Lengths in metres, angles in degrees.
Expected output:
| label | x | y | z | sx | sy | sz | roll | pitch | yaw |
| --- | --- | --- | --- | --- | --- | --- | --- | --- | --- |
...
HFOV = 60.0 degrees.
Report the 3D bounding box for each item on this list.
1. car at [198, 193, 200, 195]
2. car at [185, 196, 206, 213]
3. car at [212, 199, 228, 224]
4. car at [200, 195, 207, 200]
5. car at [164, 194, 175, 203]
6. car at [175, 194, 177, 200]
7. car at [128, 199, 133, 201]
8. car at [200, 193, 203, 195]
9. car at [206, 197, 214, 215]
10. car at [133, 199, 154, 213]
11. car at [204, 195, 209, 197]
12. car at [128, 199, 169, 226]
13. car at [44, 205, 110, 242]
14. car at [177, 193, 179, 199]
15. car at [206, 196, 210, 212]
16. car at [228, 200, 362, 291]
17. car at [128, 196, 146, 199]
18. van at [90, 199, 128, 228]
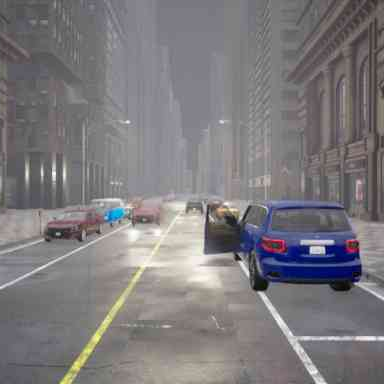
| label | x | y | z | sx | sy | sz | roll | pitch | yaw |
| --- | --- | --- | --- | --- | --- | --- | --- | --- | --- |
| car | 3.230 | 1.351 | 83.761 | 2.192 | 1.841 | 5.009 | 0 | 0 | 0 |
| car | 0.276 | 1.509 | 36.750 | 1.837 | 1.490 | 4.892 | 0 | 0 | 0 |
| car | 2.915 | 1.529 | 27.744 | 1.752 | 1.417 | 4.829 | 0 | 0 | 0 |
| car | 3.293 | 1.597 | 94.999 | 2.008 | 1.369 | 4.403 | 0 | 0 | 0 |
| car | -5.359 | 1.609 | 72.556 | 1.802 | 1.307 | 4.206 | 0 | 0 | 0 |
| car | -5.327 | 1.598 | 78.175 | 1.947 | 1.339 | 4.313 | 0 | 0 | 0 |
| car | -5.611 | 1.555 | 27.610 | 2.008 | 1.369 | 4.403 | 0 | 0 | 0 |
| car | 3.166 | 1.468 | 72.524 | 1.967 | 1.590 | 4.097 | 0 | 0 | 0 |
| car | 2.977 | 1.588 | 38.812 | 1.802 | 1.307 | 4.206 | 0 | 0 | 0 |
| car | -5.549 | 1.532 | 38.677 | 1.752 | 1.417 | 4.829 | 0 | 0 | 0 |
| car | 3.041 | 1.536 | 50.219 | 1.752 | 1.417 | 4.829 | 0 | 0 | 0 |
| car | -2.972 | 1.481 | 23.367 | 1.882 | 1.535 | 5.008 | 0 | 0 | 0 |
| car | -5.674 | 1.546 | 16.373 | 1.887 | 1.381 | 4.507 | 0 | 0 | 0 |
| car | -5.264 | 1.586 | 89.411 | 1.887 | 1.381 | 4.507 | 0 | 0 | 0 |
| car | 3.009 | 1.590 | 44.430 | 1.802 | 1.307 | 4.206 | 0 | 0 | 0 |
| car | 2.442 | 1.221 | 9.117 | 2.150 | 2.045 | 5.566 | 0 | 0 | 0 |
| car | -5.579 | 1.320 | 33.229 | 2.192 | 1.841 | 5.009 | 0 | 0 | 0 |
| van | -5.643 | 1.344 | 21.992 | 1.690 | 1.788 | 3.998 | 0 | 0 | 0 |
